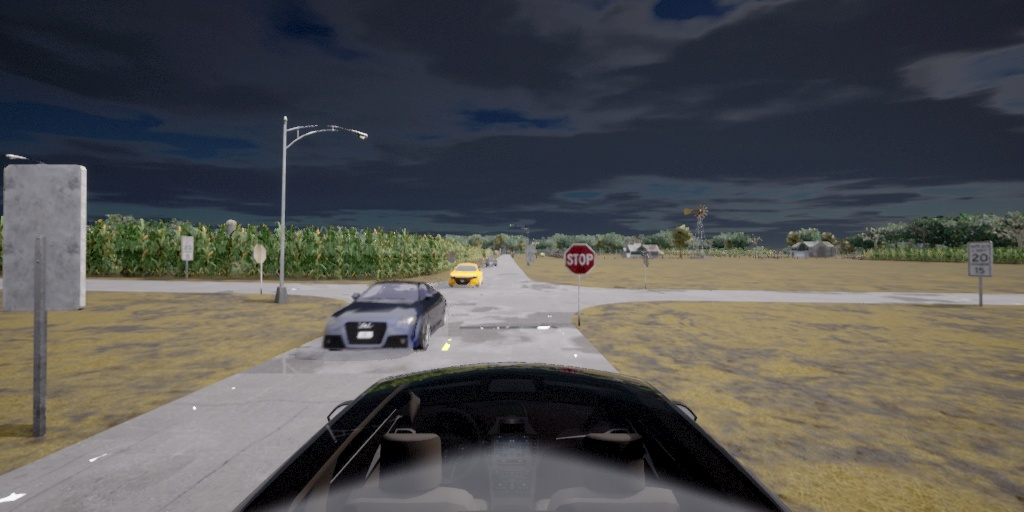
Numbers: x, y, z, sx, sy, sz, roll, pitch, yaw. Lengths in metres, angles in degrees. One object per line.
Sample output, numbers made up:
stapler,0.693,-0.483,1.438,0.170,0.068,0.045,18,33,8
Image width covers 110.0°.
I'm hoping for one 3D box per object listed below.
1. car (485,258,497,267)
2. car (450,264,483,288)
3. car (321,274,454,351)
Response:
car,-3.440,1.088,60.493,2.128,1.511,4.902,0,0,-1
car,-3.001,1.253,24.098,1.882,1.535,5.008,1,0,-1
car,-2.828,1.321,8.860,1.994,1.385,4.181,0,0,-1
